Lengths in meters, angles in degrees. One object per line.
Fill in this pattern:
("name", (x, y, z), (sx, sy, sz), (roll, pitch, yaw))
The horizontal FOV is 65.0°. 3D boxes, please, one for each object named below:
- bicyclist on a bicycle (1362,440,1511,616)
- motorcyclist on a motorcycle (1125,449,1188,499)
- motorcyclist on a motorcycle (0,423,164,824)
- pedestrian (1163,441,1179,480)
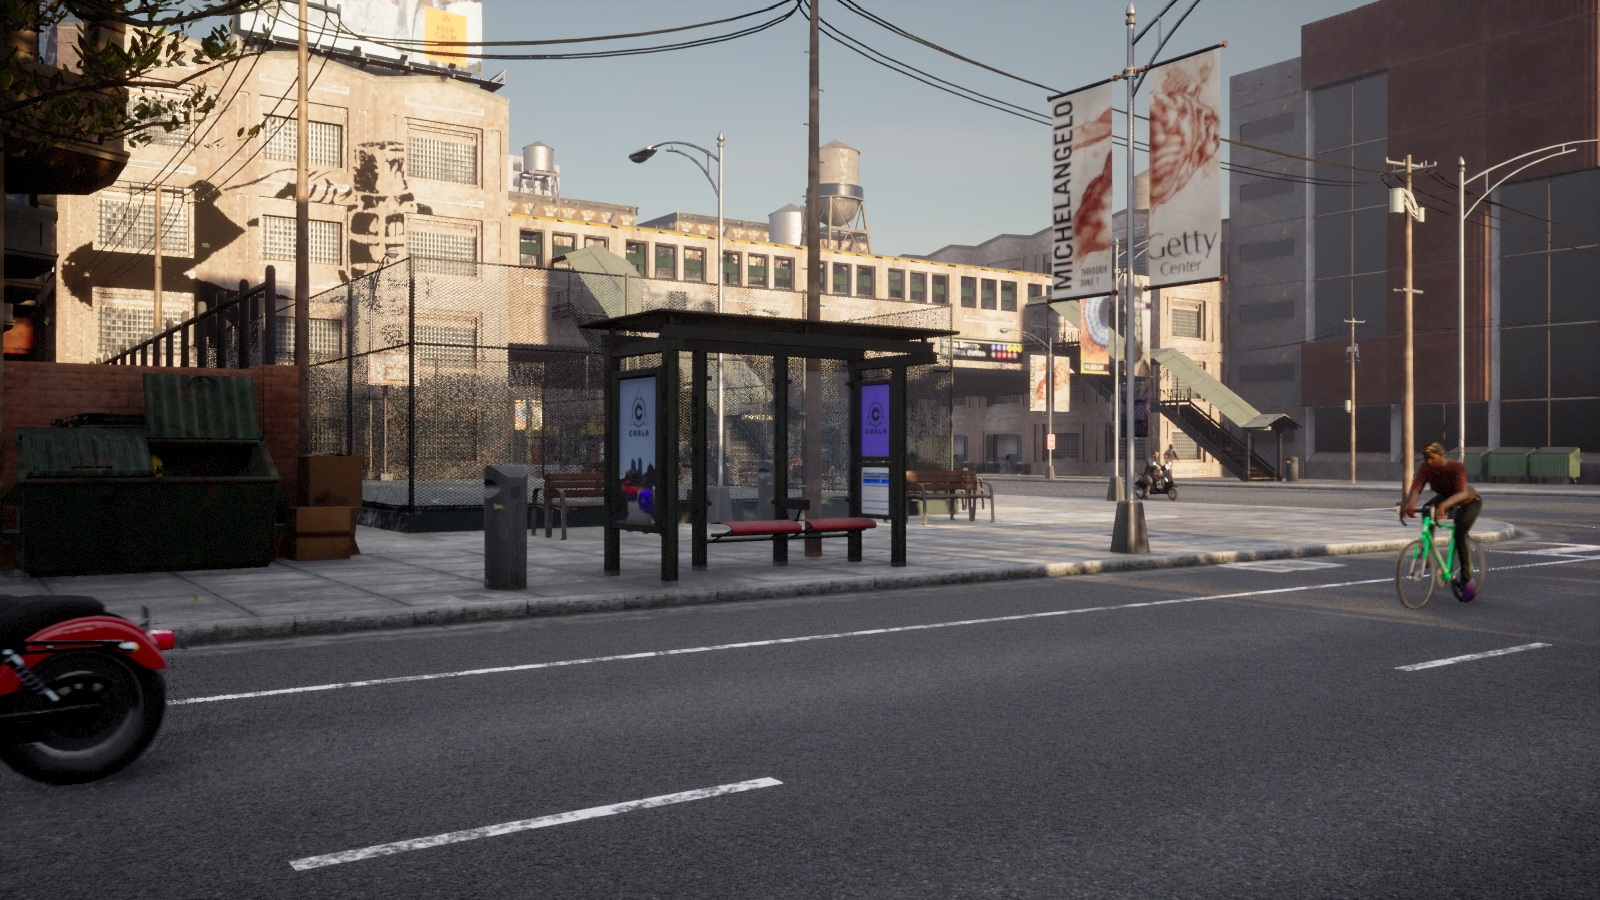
("bicyclist on a bicycle", (6.254, 0.714, 12.303), (1.656, 1.620, 0.582), (0, 0, -35))
("motorcyclist on a motorcycle", (11.545, 0.773, 40.714), (0.866, 1.590, 1.817), (0, 0, -34))
("motorcyclist on a motorcycle", (-3.979, 0.716, 5.154), (2.350, 1.649, 0.766), (0, 0, -35))
("pedestrian", (18.143, 0.513, 61.374), (0.402, 1.930, 0.666), (0, 0, -23))
